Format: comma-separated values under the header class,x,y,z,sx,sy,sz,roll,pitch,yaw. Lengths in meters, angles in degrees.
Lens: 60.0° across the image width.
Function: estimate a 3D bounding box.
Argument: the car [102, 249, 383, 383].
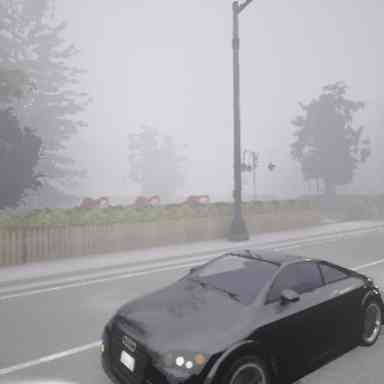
class,x,y,z,sx,sy,sz,roll,pitch,yaw
car,0.912,1.571,4.697,4.181,1.385,1.994,-1,0,-37
